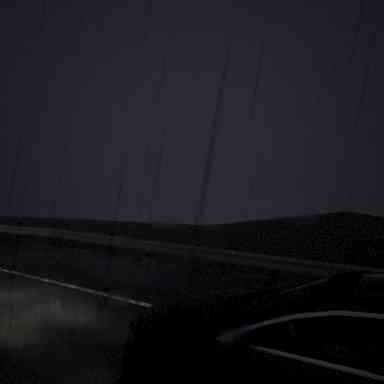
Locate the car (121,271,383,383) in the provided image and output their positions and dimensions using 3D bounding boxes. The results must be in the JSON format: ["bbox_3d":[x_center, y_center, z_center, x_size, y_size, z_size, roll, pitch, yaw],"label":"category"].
[{"bbox_3d":[1.502,1.487,2.801,4.902,1.511,2.128,0,0,35],"label":"car"}]
